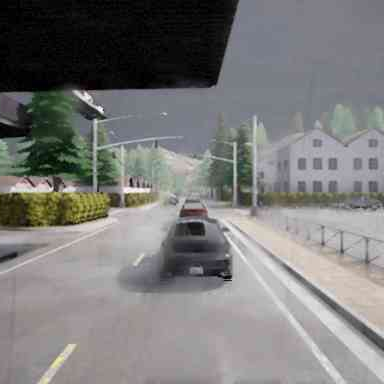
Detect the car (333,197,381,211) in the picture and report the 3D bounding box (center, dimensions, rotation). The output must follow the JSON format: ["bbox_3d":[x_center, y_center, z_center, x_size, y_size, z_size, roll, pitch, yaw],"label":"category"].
[{"bbox_3d":[17.962,1.256,36.287,4.902,1.511,2.128,0,0,0],"label":"car"}]

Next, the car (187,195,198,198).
[{"bbox_3d":[0.080,1.359,40.216,1.837,1.490,4.892,-1,-1,0],"label":"car"}]

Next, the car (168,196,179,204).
[{"bbox_3d":[-3.498,1.523,63.816,1.895,1.301,4.718,0,0,0],"label":"car"}]

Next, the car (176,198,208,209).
[{"bbox_3d":[0.101,1.449,23.400,1.882,1.535,5.008,0,0,0],"label":"car"}]

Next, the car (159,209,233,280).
[{"bbox_3d":[0.100,1.494,9.886,1.837,1.490,4.892,0,1,0],"label":"car"}]

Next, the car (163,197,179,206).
[{"bbox_3d":[-3.499,1.498,53.821,1.994,1.385,4.181,0,0,0],"label":"car"}]

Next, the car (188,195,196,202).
[{"bbox_3d":[0.002,1.409,74.273,1.837,1.490,4.892,0,0,0],"label":"car"}]
